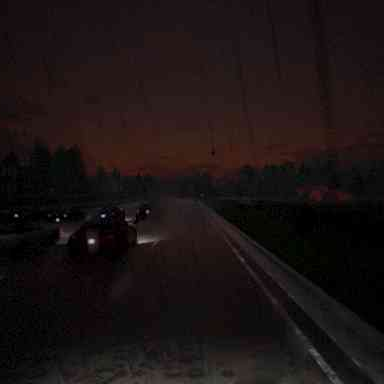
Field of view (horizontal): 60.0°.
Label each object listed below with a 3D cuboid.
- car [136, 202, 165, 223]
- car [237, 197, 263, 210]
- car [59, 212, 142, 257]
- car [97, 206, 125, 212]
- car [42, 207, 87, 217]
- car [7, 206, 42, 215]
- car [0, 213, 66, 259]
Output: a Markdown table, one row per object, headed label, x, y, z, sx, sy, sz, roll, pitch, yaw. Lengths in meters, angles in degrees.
| label | x | y | z | sx | sy | sz | roll | pitch | yaw |
| --- | --- | --- | --- | --- | --- | --- | --- | --- | --- |
| car | -3.485 | 1.662 | 28.409 | 2.097 | 1.767 | 4.553 | 0 | -1 | 0 |
| car | 8.919 | 1.766 | 50.701 | 3.866 | 1.878 | 1.905 | 0 | -1 | 0 |
| car | -3.485 | 1.714 | 13.597 | 1.994 | 1.385 | 4.181 | 0 | -1 | 1 |
| car | -6.985 | 1.877 | 28.505 | 1.994 | 1.385 | 4.181 | 0 | -1 | 0 |
| car | -10.488 | 1.910 | 28.229 | 1.895 | 1.301 | 4.718 | 0 | -1 | 0 |
| car | -13.984 | 1.877 | 28.497 | 1.994 | 1.385 | 4.181 | 0 | -1 | 0 |
| car | -6.987 | 1.747 | 13.236 | 1.895 | 1.301 | 4.718 | 0 | -1 | 0 |
